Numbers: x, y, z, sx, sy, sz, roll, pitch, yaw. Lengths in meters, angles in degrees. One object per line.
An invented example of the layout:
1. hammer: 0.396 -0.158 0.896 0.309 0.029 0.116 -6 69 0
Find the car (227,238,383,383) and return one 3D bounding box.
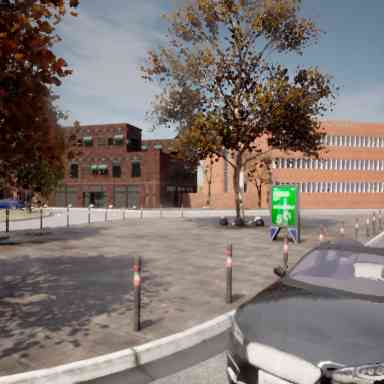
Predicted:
1. car: 2.465 1.495 4.768 2.128 1.511 4.902 0 0 44

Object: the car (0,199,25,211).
1. car: -23.672 1.599 42.233 4.674 1.442 1.812 -1 -1 0
